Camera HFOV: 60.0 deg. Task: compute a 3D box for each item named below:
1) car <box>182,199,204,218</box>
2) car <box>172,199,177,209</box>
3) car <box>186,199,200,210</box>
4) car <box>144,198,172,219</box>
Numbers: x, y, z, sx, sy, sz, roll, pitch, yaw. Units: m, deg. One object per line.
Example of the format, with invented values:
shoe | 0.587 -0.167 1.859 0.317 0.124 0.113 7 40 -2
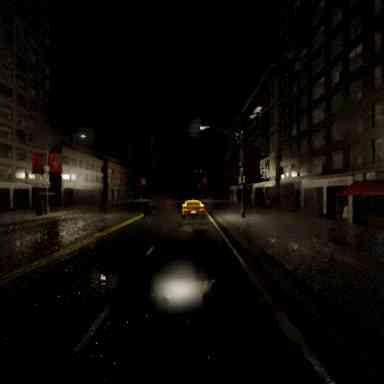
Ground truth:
car | 0.116 1.537 30.435 1.882 1.535 5.008 0 0 0
car | -3.127 1.617 46.251 1.812 1.442 4.674 0 0 0
car | 0.123 1.692 46.556 1.895 1.301 4.718 0 0 0
car | -3.135 1.536 29.919 1.882 1.535 5.008 0 0 0
